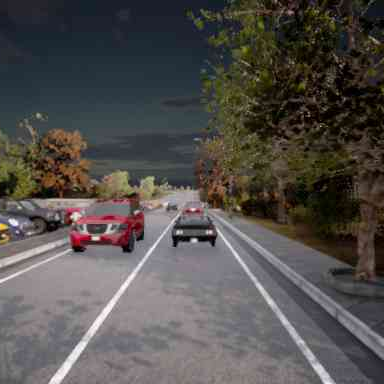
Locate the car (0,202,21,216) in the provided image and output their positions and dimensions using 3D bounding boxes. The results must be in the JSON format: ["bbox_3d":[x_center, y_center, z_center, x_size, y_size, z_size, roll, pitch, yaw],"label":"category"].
[{"bbox_3d":[-23.223,1.992,39.034,5.366,1.575,1.946,0,-1,0],"label":"car"}]

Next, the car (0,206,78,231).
[{"bbox_3d":[-10.362,1.721,22.206,4.792,1.488,2.163,0,-1,0],"label":"car"}]

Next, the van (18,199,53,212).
[{"bbox_3d":[-23.521,2.031,50.097,4.442,1.987,1.878,0,-2,0],"label":"van"}]

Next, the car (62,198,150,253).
[{"bbox_3d":[-3.354,1.313,14.381,2.150,2.045,5.566,0,-1,0],"label":"car"}]

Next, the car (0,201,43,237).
[{"bbox_3d":[-10.366,1.468,16.661,4.553,1.767,2.185,0,-1,0],"label":"car"}]

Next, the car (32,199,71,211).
[{"bbox_3d":[-23.375,2.191,55.511,5.566,2.045,2.435,0,-2,0],"label":"car"}]

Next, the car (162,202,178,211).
[{"bbox_3d":[-3.328,2.527,55.895,2.033,1.411,5.357,0,-2,1],"label":"car"}]

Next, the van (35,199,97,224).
[{"bbox_3d":[-10.448,1.566,27.761,4.442,1.987,1.878,0,-1,0],"label":"van"}]

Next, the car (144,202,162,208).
[{"bbox_3d":[-10.346,3.458,88.788,4.553,1.767,2.185,0,-2,0],"label":"car"}]

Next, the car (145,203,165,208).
[{"bbox_3d":[-10.498,3.789,94.326,5.366,1.575,1.946,0,-2,0],"label":"car"}]

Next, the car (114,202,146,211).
[{"bbox_3d":[-10.318,2.443,55.491,5.008,1.535,2.097,0,-2,0],"label":"car"}]

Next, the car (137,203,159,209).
[{"bbox_3d":[-10.288,3.231,77.687,4.792,1.488,2.163,0,-2,0],"label":"car"}]

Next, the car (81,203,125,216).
[{"bbox_3d":[-10.331,2.033,38.859,4.674,1.452,2.002,0,-1,0],"label":"car"}]

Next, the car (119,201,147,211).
[{"bbox_3d":[-10.292,2.412,58.270,4.553,1.767,2.185,0,-2,0],"label":"car"}]

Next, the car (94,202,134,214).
[{"bbox_3d":[-10.356,2.123,44.417,4.792,1.488,2.163,0,-1,0],"label":"car"}]

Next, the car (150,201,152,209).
[{"bbox_3d":[-10.291,2.507,61.044,4.553,1.767,2.185,0,-2,0],"label":"car"}]

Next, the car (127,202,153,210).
[{"bbox_3d":[-10.314,2.823,66.589,4.892,1.521,2.231,0,-2,0],"label":"car"}]

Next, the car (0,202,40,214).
[{"bbox_3d":[-23.412,2.095,44.571,5.008,1.535,2.097,0,-1,0],"label":"car"}]

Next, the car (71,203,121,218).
[{"bbox_3d":[-10.299,1.972,36.083,4.792,1.488,2.163,0,-1,0],"label":"car"}]

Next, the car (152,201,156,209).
[{"bbox_3d":[-10.136,2.724,63.815,5.366,1.575,1.946,0,-2,0],"label":"car"}]

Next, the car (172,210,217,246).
[{"bbox_3d":[0.096,1.710,15.746,1.895,1.301,4.718,0,-1,0],"label":"car"}]

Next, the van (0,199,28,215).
[{"bbox_3d":[-23.290,1.819,41.805,4.442,1.987,1.878,0,-1,0],"label":"van"}]

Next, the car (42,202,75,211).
[{"bbox_3d":[-23.397,2.541,58.395,5.008,1.535,2.097,0,-2,0],"label":"car"}]

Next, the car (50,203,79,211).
[{"bbox_3d":[-23.400,2.676,61.163,4.674,1.452,2.002,0,-2,0],"label":"car"}]

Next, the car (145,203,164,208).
[{"bbox_3d":[-10.308,3.686,91.561,4.892,1.521,2.231,0,-2,0],"label":"car"}]

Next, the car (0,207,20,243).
[{"bbox_3d":[-10.342,1.550,13.882,5.008,1.535,2.097,0,-1,0],"label":"car"}]

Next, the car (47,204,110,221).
[{"bbox_3d":[-10.336,1.842,30.533,5.008,1.535,2.097,0,-1,0],"label":"car"}]

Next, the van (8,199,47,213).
[{"bbox_3d":[-23.289,1.932,47.196,4.442,1.987,1.878,0,-1,0],"label":"van"}]

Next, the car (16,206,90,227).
[{"bbox_3d":[-10.335,1.782,24.981,4.674,1.452,2.002,0,-1,0],"label":"car"}]

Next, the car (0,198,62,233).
[{"bbox_3d":[-10.305,1.390,19.435,5.566,2.045,2.435,0,-1,0],"label":"car"}]

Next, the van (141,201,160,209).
[{"bbox_3d":[-10.433,3.166,83.244,4.442,1.987,1.878,0,-2,0],"label":"van"}]

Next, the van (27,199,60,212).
[{"bbox_3d":[-23.521,2.122,52.741,4.442,1.987,1.878,0,-2,0],"label":"van"}]

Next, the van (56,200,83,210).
[{"bbox_3d":[-23.518,2.500,63.815,4.442,1.987,1.878,0,-2,0],"label":"van"}]

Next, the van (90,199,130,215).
[{"bbox_3d":[-10.211,1.817,41.640,4.442,1.987,1.878,0,-1,0],"label":"van"}]

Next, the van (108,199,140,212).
[{"bbox_3d":[-10.209,2.027,49.949,4.442,1.987,1.878,0,-2,0],"label":"van"}]

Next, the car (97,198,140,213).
[{"bbox_3d":[-10.354,1.907,47.176,5.566,2.045,2.435,0,-2,0],"label":"car"}]

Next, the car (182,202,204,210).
[{"bbox_3d":[0.092,1.764,33.344,2.097,1.767,4.553,0,-1,0],"label":"car"}]

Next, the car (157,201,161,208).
[{"bbox_3d":[-10.134,3.009,72.138,5.366,1.575,1.946,0,-2,0],"label":"car"}]
